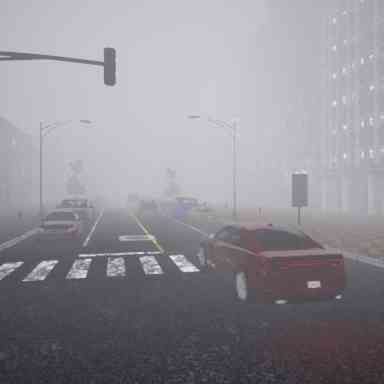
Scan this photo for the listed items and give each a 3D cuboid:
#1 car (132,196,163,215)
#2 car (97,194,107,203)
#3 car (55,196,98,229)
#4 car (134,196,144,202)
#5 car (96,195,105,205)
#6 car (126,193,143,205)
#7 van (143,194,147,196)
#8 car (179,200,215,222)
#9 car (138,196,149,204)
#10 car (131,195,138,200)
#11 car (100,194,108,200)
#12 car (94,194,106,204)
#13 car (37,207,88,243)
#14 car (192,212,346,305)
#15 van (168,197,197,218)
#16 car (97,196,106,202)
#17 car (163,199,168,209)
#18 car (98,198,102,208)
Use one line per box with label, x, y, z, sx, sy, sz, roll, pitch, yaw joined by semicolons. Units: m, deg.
car;-4.702;1.499;34.538;2.128;1.511;4.902;0;0;-13
car;-16.532;1.565;59.171;2.008;1.369;4.403;0;0;-13
car;-7.504;1.319;21.377;2.192;1.841;5.009;0;0;-13
car;-12.250;1.586;77.318;1.947;1.339;4.313;0;0;-13
car;-13.913;1.536;48.208;1.752;1.417;4.829;0;0;-13
car;-10.140;1.237;57.325;2.150;2.045;5.566;0;0;-13
van;-8.379;1.356;61.121;1.690;1.788;3.998;0;0;-13
car;0.605;1.531;23.491;1.752;1.417;4.829;0;0;-13
car;-9.709;1.542;66.685;1.752;1.417;4.829;0;0;-13
car;-16.157;1.552;93.681;1.752;1.417;4.829;0;0;-13
car;-24.268;1.466;91.567;1.967;1.590;4.097;0;0;-13
car;-17.820;1.330;64.571;2.192;1.841;5.009;0;0;-13
car;-6.216;1.585;15.978;1.802;1.307;4.206;0;0;-13
car;1.574;1.479;8.267;1.882;1.535;5.008;0;0;-13
van;-0.643;1.347;28.726;1.690;1.788;3.998;0;0;-13
car;-20.361;1.544;75.204;1.752;1.417;4.829;0;0;-13
car;-3.224;1.560;39.523;2.008;1.369;4.403;0;0;-13
car;-10.085;1.558;32.175;2.008;1.369;4.403;0;0;-13
